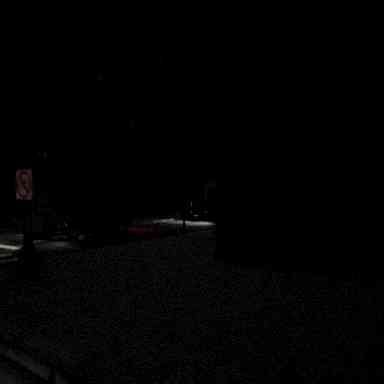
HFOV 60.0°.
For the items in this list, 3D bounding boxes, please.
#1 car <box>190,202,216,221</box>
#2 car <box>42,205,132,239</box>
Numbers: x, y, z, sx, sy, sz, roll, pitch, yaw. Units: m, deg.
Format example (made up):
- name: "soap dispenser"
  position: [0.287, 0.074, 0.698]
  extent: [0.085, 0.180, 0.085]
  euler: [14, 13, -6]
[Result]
- name: "car"
  position: [1.683, 1.586, 27.925]
  extent: [1.812, 1.442, 4.674]
  euler: [0, 0, 35]
- name: "car"
  position: [-5.468, 1.514, 17.905]
  extent: [1.882, 1.535, 5.008]
  euler: [0, 0, 35]
